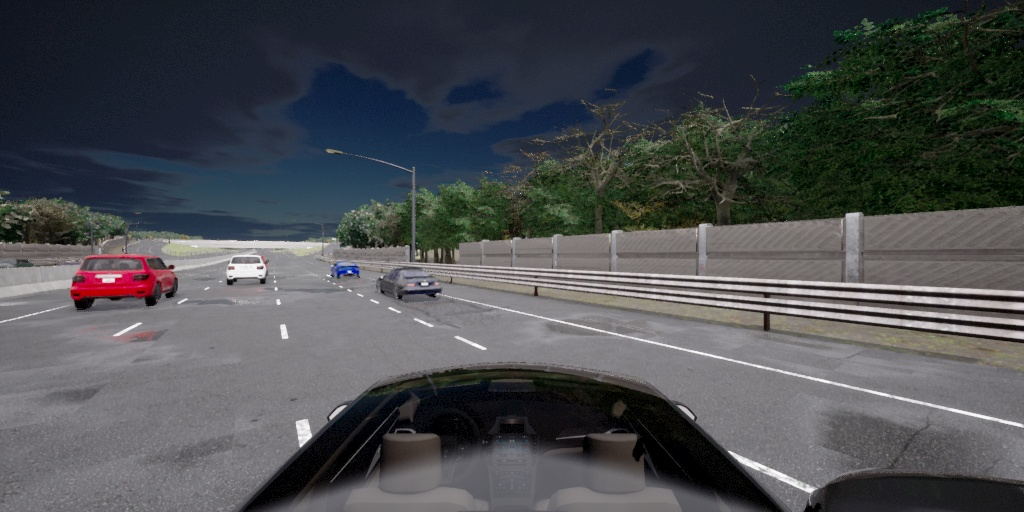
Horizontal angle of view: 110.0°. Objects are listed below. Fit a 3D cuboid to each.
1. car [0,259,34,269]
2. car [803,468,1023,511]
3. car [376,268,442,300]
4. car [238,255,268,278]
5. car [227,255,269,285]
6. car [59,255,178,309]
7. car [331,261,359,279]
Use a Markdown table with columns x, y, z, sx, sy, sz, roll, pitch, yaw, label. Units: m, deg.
| x | y | z | sx | sy | sz | roll | pitch | yaw | label |
| --- | --- | --- | --- | --- | --- | --- | --- | --- | --- |
| -51.883 | 1.056 | 36.929 | 2.097 | 1.767 | 4.553 | 0 | 0 | -33 | car |
| 2.986 | 1.315 | 0.431 | 4.181 | 1.385 | 1.994 | 0 | 0 | 34 | car |
| -5.261 | 1.294 | 17.896 | 2.033 | 1.411 | 5.357 | 0 | 0 | -34 | car |
| -25.263 | 0.946 | 35.137 | 2.150 | 2.045 | 5.566 | 0 | 0 | -34 | car |
| -19.272 | 0.957 | 26.181 | 2.150 | 2.045 | 5.566 | 0 | 0 | -34 | car |
| -16.100 | 0.966 | 15.193 | 2.150 | 2.045 | 5.566 | 0 | 0 | -34 | car |
| -15.415 | 1.211 | 32.997 | 1.882 | 1.535 | 5.008 | 0 | 0 | -34 | car |
